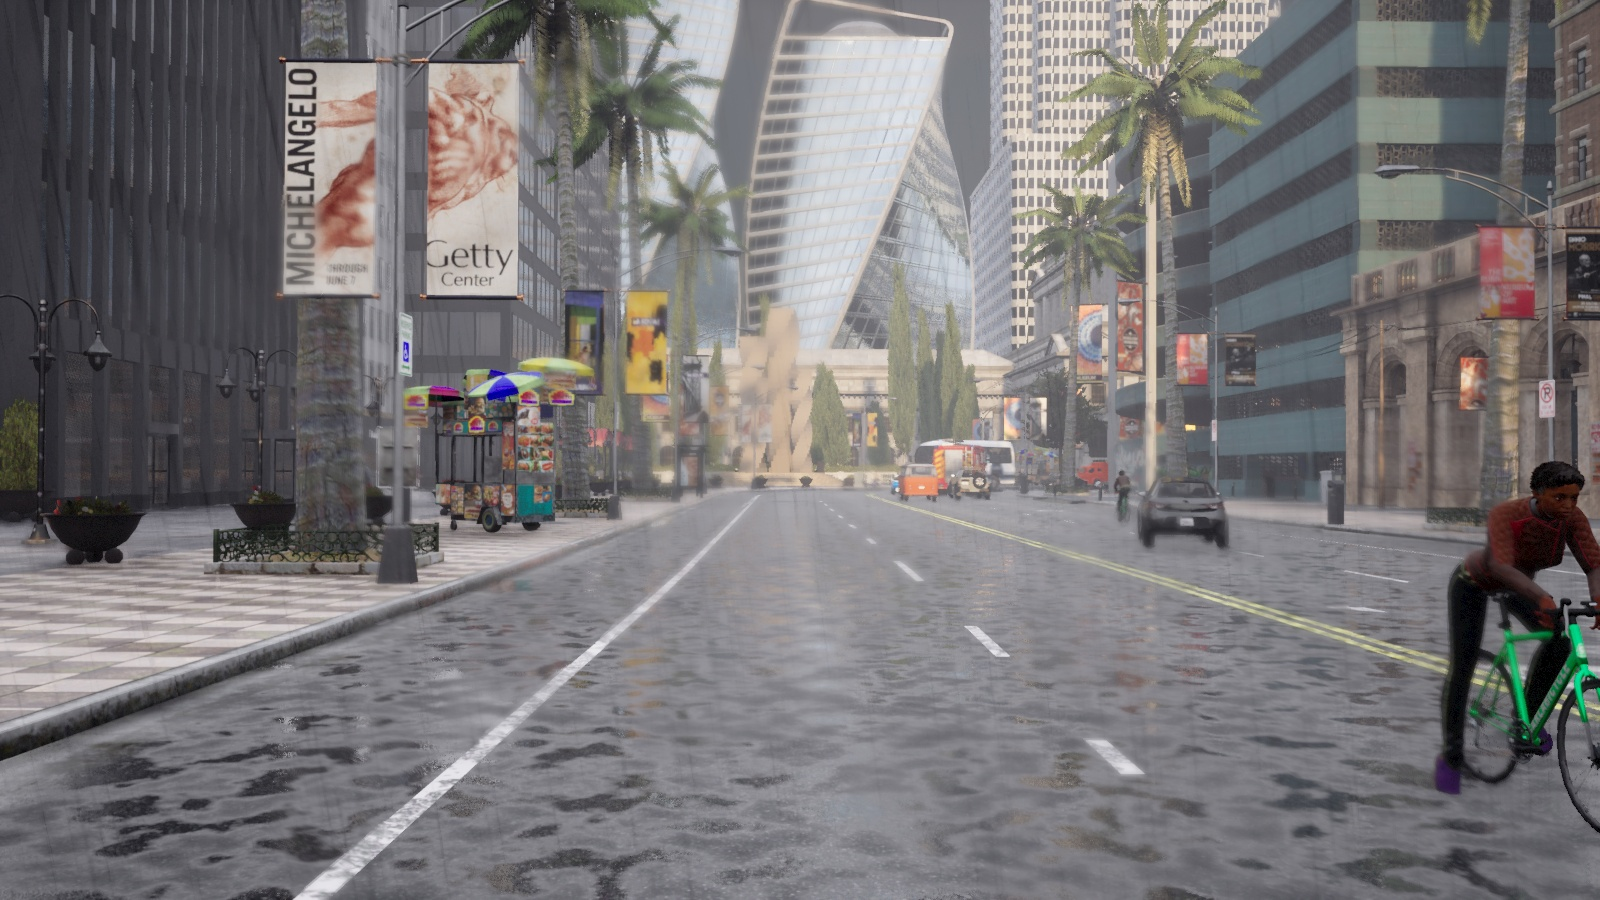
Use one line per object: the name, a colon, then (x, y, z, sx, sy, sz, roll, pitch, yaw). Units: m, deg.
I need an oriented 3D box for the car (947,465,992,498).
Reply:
car: (9.765, 1.810, 72.688, 1.932, 1.855, 4.605, 0, -1, -1)

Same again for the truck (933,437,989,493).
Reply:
truck: (11.551, 1.102, 89.464, 2.891, 3.827, 8.468, -1, -1, 15)

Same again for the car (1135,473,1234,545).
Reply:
car: (8.499, 1.264, 28.066, 1.816, 1.474, 4.193, 0, -1, 13)

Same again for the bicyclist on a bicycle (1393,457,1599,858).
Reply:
bicyclist on a bicycle: (3.486, 0.852, 5.912, 0.582, 1.620, 1.656, 0, -1, 0)

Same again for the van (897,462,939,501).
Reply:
van: (6.332, 1.675, 67.631, 1.775, 1.987, 4.442, 0, -1, -1)
